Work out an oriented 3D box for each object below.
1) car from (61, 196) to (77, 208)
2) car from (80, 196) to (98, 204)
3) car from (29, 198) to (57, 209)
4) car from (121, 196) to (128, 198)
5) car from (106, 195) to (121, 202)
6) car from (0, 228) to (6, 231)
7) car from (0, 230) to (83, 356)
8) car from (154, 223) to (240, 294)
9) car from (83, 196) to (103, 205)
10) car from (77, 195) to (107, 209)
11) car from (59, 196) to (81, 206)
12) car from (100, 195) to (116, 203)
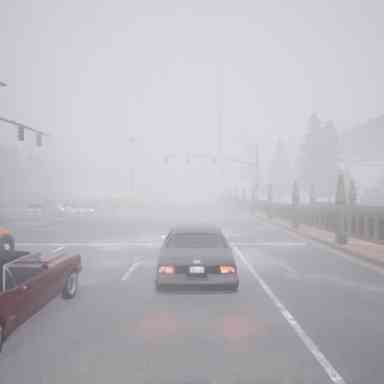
[{"bbox_3d":[-17.625,1.579,49.410,1.812,1.442,4.674,0,0,0],"label":"car"},{"bbox_3d":[-21.063,1.599,68.404,2.128,1.511,4.902,0,0,0],"label":"car"},{"bbox_3d":[-21.142,1.599,47.397,2.033,1.411,5.357,0,0,0],"label":"car"},{"bbox_3d":[-14.063,1.575,67.954,2.128,1.511,4.902,0,0,0],"label":"car"},{"bbox_3d":[-14.128,1.662,57.358,1.895,1.301,4.718,0,0,0],"label":"car"},{"bbox_3d":[-6.908,1.362,9.162,2.097,1.767,4.553,0,0,0],"label":"car"},{"bbox_3d":[-3.405,1.607,5.498,1.895,1.301,4.718,0,0,0],"label":"car"},{"bbox_3d":[0.091,1.557,8.953,2.033,1.411,5.357,0,0,0],"label":"car"},{"bbox_3d":[-17.619,1.542,59.445,1.882,1.535,5.008,0,0,1],"label":"car"},{"bbox_3d":[-14.142,1.598,47.286,2.033,1.411,5.357,0,0,0],"label":"car"},{"bbox_3d":[-21.121,1.540,57.865,1.882,1.535,5.008,0,0,0],"label":"car"},{"bbox_3d":[-17.564,1.430,69.743,2.097,1.767,4.553,0,0,0],"label":"car"}]
